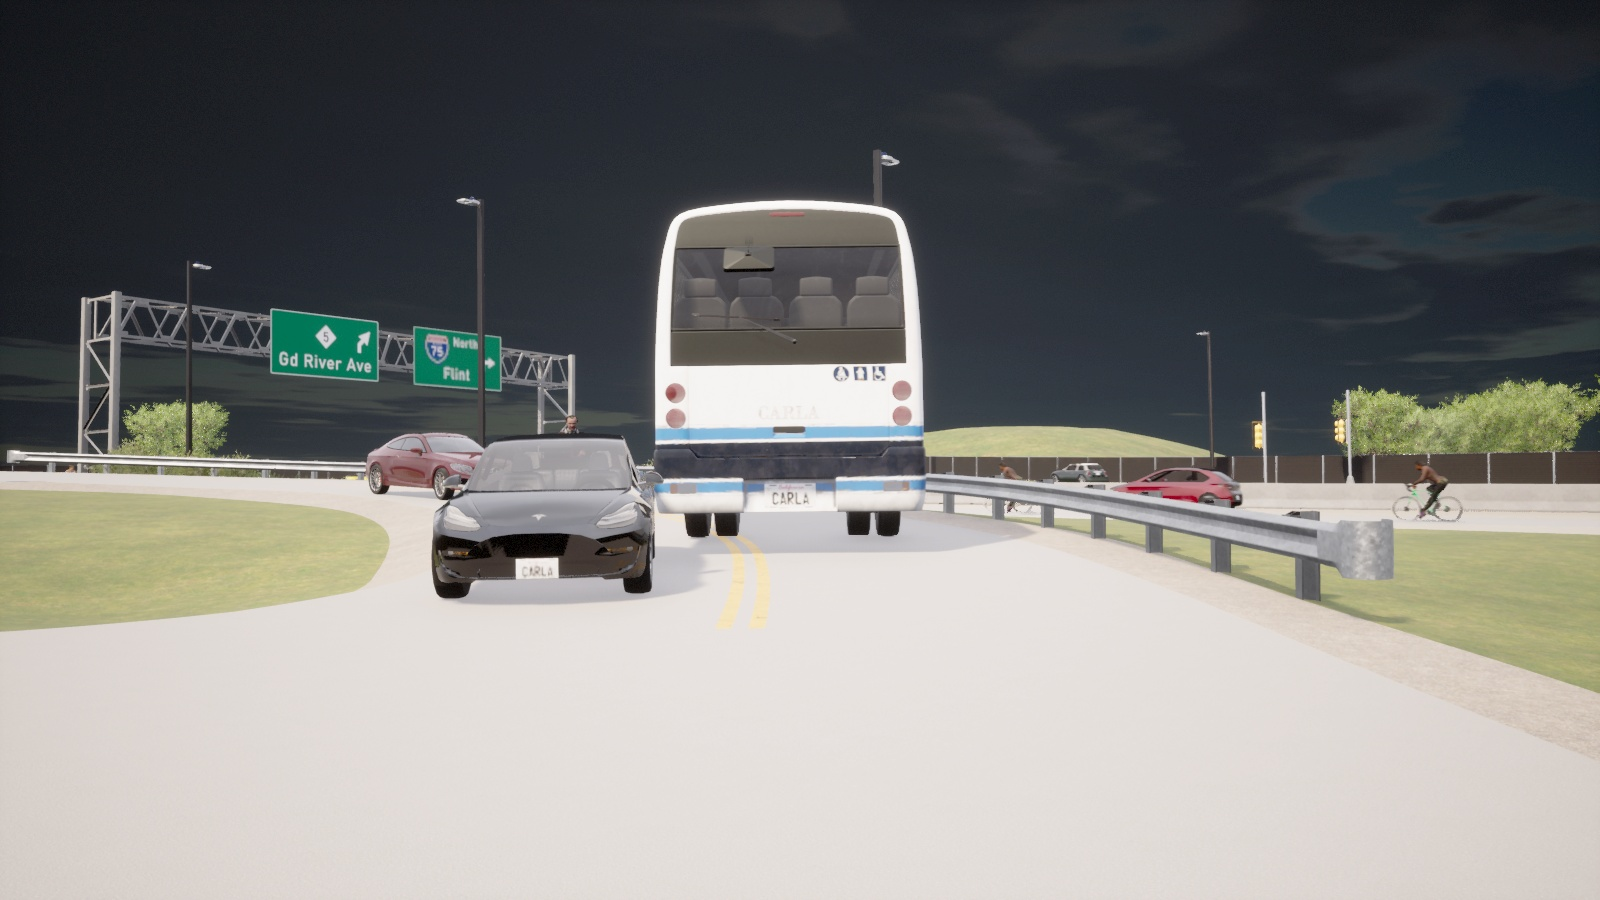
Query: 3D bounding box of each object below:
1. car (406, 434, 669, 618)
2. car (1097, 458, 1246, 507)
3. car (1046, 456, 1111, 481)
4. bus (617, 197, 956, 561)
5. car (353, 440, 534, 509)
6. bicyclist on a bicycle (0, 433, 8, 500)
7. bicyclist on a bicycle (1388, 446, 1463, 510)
[{"bbox_3d":[-2.492,0.617,13.154,2.163,1.488,4.792,-2,1,-6],"label":"car"},{"bbox_3d":[11.862,1.047,40.171,4.193,1.474,1.816,-2,-2,35],"label":"car"},{"bbox_3d":[17.431,1.174,78.724,1.970,1.475,3.806,-1,-1,-28],"label":"car"},{"bbox_3d":[-0.136,-0.935,20.275,3.944,4.253,10.273,-2,1,0],"label":"bus"},{"bbox_3d":[-8.145,0.505,28.431,4.674,1.442,1.812,0,1,44],"label":"car"},{"bbox_3d":[-19.883,0.403,29.891,0.582,1.620,1.656,0,0,35],"label":"bicyclist on a bicycle"},{"bbox_3d":[16.335,0.738,32.813,1.656,1.620,0.582,-2,-2,35],"label":"bicyclist on a bicycle"}]
